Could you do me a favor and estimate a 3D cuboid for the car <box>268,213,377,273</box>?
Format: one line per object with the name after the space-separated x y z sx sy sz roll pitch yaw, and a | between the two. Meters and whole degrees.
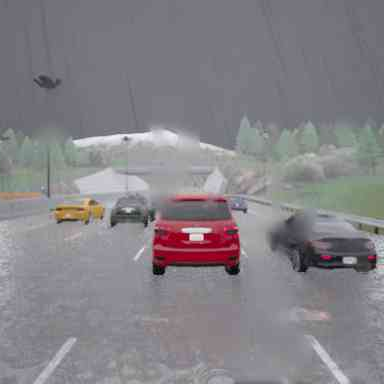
3.600 1.353 9.882 1.812 1.442 4.674 0 1 0 | car

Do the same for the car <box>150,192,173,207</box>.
-3.399 0.833 38.193 2.128 1.511 4.902 0 1 0 | car

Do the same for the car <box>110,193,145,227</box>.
-3.398 1.008 19.903 2.097 1.767 4.553 0 1 0 | car

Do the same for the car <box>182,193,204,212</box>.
0.101 0.933 31.558 1.882 1.535 5.008 0 1 0 | car

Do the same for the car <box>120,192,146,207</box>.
-6.899 0.813 39.368 2.128 1.511 4.902 0 1 0 | car

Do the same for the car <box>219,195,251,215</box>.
3.600 1.049 28.867 2.033 1.411 5.357 0 1 0 | car

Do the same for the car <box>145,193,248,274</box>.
0.100 1.046 10.034 2.150 2.045 5.566 0 1 0 | car

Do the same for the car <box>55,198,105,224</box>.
-6.899 1.114 21.005 1.882 1.535 5.008 0 1 0 | car
